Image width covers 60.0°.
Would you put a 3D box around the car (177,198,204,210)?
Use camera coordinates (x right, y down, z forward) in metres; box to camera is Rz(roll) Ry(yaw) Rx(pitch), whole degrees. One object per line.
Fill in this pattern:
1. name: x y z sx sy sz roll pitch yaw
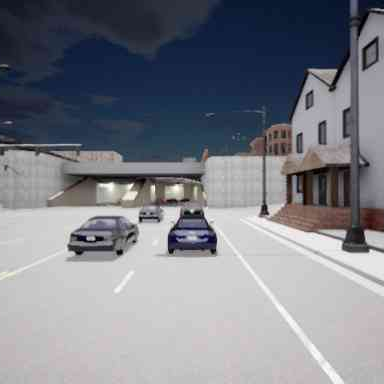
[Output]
1. car: 0.006 1.633 29.091 2.097 1.767 4.553 0 -1 0

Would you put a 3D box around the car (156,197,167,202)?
1. car: -8.376 2.186 89.071 2.097 1.767 4.553 0 -1 2

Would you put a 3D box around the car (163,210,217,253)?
1. car: 0.011 1.701 14.311 1.994 1.385 4.181 0 0 0

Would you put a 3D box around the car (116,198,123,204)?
1. car: -18.852 2.313 87.976 1.882 1.535 5.008 0 -1 -1

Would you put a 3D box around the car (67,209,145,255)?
1. car: -3.498 1.681 13.995 2.033 1.411 5.357 0 -1 0

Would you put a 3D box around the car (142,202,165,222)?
1. car: -3.499 1.835 28.999 2.033 1.411 5.357 0 -1 0

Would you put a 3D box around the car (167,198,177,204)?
1. car: -4.879 2.366 89.187 1.812 1.442 4.674 0 -1 2
